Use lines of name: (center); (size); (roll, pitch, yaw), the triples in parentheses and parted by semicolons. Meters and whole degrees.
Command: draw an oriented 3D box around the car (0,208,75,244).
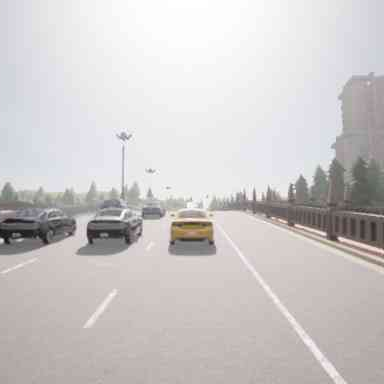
car: (-7.000, 1.498, 15.692); (2.128, 1.511, 4.902); (0, 0, 0)

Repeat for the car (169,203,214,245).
car: (0.000, 1.488, 15.688); (1.882, 1.535, 5.008); (0, 0, 0)

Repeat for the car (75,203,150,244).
car: (-3.500, 1.499, 15.692); (2.128, 1.511, 4.902); (0, 0, 0)

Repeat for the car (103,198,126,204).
car: (-7.000, 1.374, 30.761); (2.097, 1.767, 4.553); (0, 0, 0)

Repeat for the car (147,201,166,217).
car: (-3.500, 1.572, 30.789); (2.033, 1.411, 5.357); (0, 0, 0)
